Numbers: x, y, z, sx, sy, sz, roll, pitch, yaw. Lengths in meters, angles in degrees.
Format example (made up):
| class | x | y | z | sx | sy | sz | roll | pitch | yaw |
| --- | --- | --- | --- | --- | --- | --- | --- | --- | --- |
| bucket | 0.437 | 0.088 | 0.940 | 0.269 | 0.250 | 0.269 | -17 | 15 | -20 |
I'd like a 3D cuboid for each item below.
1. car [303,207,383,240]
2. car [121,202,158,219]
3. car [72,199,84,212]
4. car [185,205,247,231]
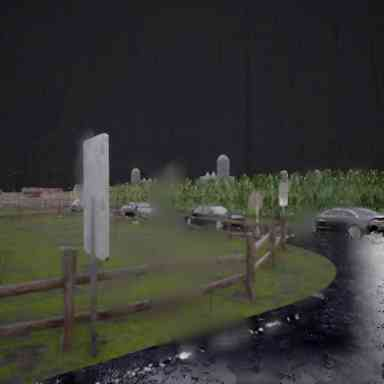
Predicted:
| class | x | y | z | sx | sy | sz | roll | pitch | yaw |
| --- | --- | --- | --- | --- | --- | --- | --- | --- | --- |
| car | 7.958 | 1.547 | 17.409 | 2.128 | 1.511 | 4.902 | 0 | 0 | -24 |
| car | -4.908 | 1.713 | 30.915 | 2.128 | 1.511 | 4.902 | 0 | 0 | -35 |
| car | -14.353 | 1.710 | 44.201 | 2.097 | 1.767 | 4.553 | 0 | 0 | -35 |
| car | 1.468 | 1.609 | 21.980 | 1.882 | 1.535 | 5.008 | 0 | 0 | -36 |
